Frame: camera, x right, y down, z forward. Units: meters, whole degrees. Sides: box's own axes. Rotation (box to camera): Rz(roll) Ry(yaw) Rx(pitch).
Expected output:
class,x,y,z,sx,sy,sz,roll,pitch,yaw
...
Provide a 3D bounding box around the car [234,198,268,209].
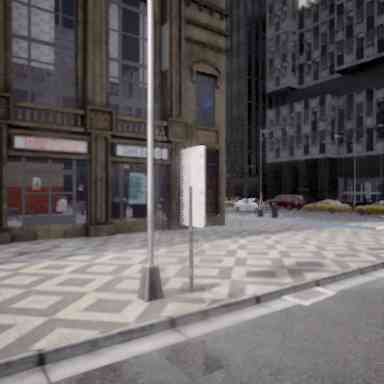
class,x,y,z,sx,sy,sz,roll,pitch,yaw
car,7.737,1.493,43.971,1.887,1.381,4.507,0,0,-35

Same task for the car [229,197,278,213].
class,x,y,z,sx,sy,sz,roll,pitch,yaw
car,6.456,1.464,35.589,1.812,1.442,4.674,0,0,-35

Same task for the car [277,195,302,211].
class,x,y,z,sx,sy,sz,roll,pitch,yaw
car,10.962,1.248,39.390,2.192,1.841,5.009,0,0,-35

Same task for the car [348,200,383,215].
class,x,y,z,sx,sy,sz,roll,pitch,yaw
car,17.316,1.428,30.370,1.752,1.417,4.829,0,0,-35

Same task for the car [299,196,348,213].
class,x,y,z,sx,sy,sz,roll,pitch,yaw
car,14.091,1.444,34.950,1.752,1.417,4.829,0,0,-35

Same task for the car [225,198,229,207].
class,x,y,z,sx,sy,sz,roll,pitch,yaw
car,4.414,1.490,48.690,1.752,1.417,4.829,0,0,-35
